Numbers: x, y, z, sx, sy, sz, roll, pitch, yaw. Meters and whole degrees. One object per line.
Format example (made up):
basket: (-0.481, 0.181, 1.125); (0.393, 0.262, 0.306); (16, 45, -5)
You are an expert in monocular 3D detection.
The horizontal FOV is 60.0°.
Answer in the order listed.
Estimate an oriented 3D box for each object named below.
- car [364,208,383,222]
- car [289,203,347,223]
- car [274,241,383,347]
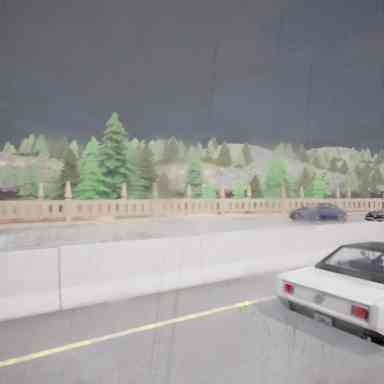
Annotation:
car: (14.578, 1.513, 23.014); (5.357, 1.411, 2.033); (0, 0, -21)
car: (9.308, 1.511, 24.569); (4.181, 1.385, 1.994); (0, 0, -23)
car: (3.818, 1.581, 6.007); (4.718, 1.301, 1.895); (0, 0, -31)
